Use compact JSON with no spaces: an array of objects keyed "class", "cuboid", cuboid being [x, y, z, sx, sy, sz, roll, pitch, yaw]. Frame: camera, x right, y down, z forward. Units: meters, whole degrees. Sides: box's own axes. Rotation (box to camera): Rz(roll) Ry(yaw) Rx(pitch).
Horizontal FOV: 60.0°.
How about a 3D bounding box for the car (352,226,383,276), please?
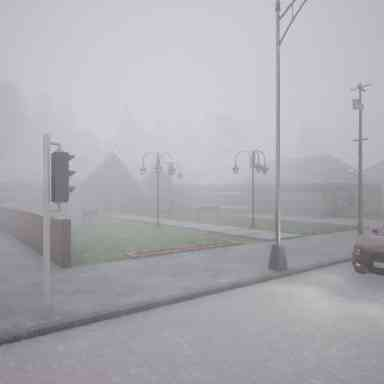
[{"class":"car","cuboid":[6.515,1.477,9.495,5.008,1.535,1.882,0,0,-36]}]
